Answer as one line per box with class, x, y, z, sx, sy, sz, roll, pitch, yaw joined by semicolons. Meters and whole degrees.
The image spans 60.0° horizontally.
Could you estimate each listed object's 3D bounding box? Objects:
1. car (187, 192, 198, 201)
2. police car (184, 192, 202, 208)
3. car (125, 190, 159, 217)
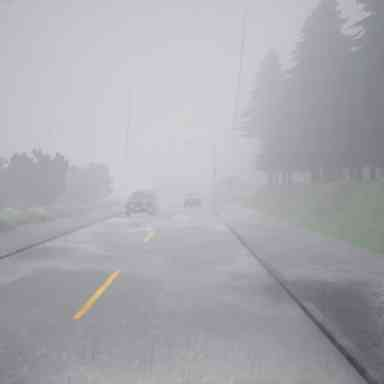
car;0.088;0.765;59.324;1.882;1.535;5.008;0;0;2
police car;0.100;0.966;38.134;1.930;1.638;5.238;0;0;0
car;-4.077;0.883;27.774;2.150;2.045;5.566;0;1;0
